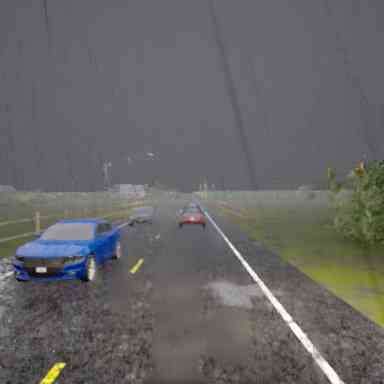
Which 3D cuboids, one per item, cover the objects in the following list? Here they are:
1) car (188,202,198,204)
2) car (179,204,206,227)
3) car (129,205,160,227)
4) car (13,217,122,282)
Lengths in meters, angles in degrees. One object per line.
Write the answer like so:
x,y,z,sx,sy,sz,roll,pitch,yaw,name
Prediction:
0.087,1.985,42.571,1.994,1.385,4.181,0,0,0,car
0.034,1.823,25.088,1.994,1.385,4.181,0,0,0,car
-3.507,1.766,25.213,1.837,1.490,4.892,0,-1,0,car
-3.515,1.588,10.297,1.882,1.535,5.008,0,-1,0,car
